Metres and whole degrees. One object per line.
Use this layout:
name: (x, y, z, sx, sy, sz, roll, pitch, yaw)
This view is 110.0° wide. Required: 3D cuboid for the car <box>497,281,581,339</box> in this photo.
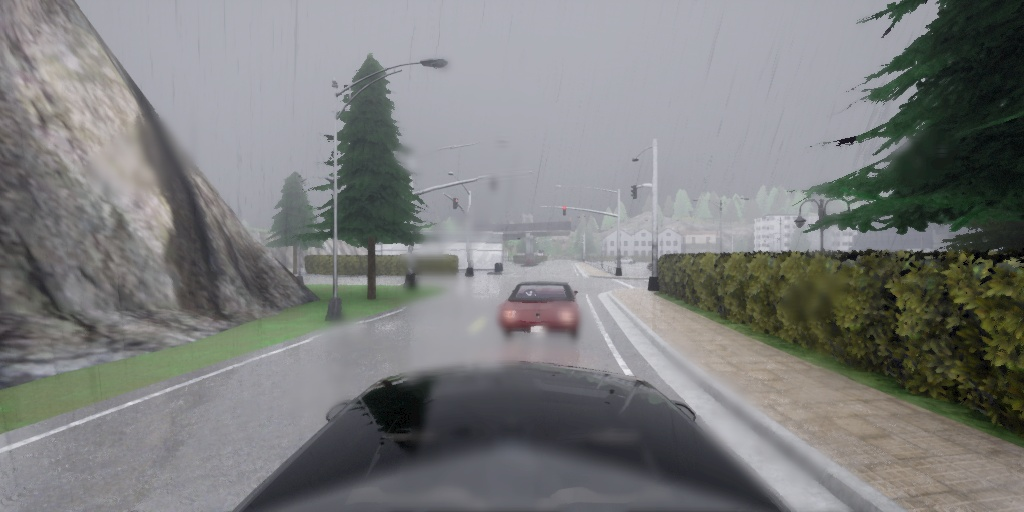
car: (0.914, 1.351, 10.127, 1.895, 1.301, 4.718, 0, 0, 8)
